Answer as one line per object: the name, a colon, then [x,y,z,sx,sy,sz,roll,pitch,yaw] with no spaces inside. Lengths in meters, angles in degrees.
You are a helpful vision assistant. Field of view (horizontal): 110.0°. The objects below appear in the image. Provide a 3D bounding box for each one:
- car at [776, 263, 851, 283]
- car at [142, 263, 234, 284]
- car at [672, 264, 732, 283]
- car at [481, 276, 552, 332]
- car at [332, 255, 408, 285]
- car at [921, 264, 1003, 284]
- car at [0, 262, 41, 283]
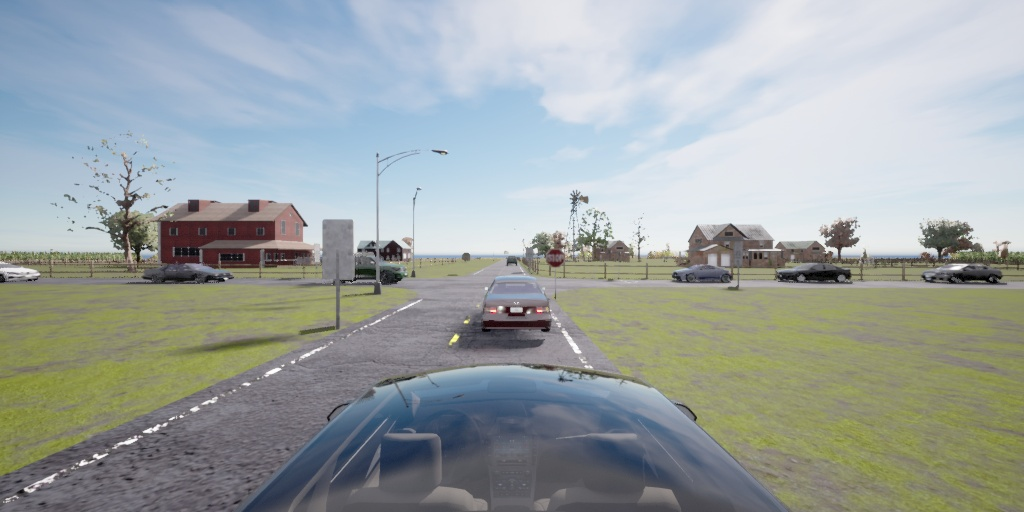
car: [23.705,1.307,28.278,5.008,1.535,1.882,0,0,0]
car: [-23.149,1.228,25.687,5.357,1.411,2.033,0,0,0]
car: [14.941,1.359,28.339,4.181,1.385,1.994,0,0,1]
car: [0.100,1.296,10.823,2.033,1.411,5.357,0,0,0]
car: [-10.339,0.941,25.587,5.566,2.045,2.150,0,0,0]
car: [35.236,1.371,28.175,4.902,1.511,2.128,0,0,1]
car: [-37.110,1.171,25.813,4.674,1.442,1.812,0,0,0]
